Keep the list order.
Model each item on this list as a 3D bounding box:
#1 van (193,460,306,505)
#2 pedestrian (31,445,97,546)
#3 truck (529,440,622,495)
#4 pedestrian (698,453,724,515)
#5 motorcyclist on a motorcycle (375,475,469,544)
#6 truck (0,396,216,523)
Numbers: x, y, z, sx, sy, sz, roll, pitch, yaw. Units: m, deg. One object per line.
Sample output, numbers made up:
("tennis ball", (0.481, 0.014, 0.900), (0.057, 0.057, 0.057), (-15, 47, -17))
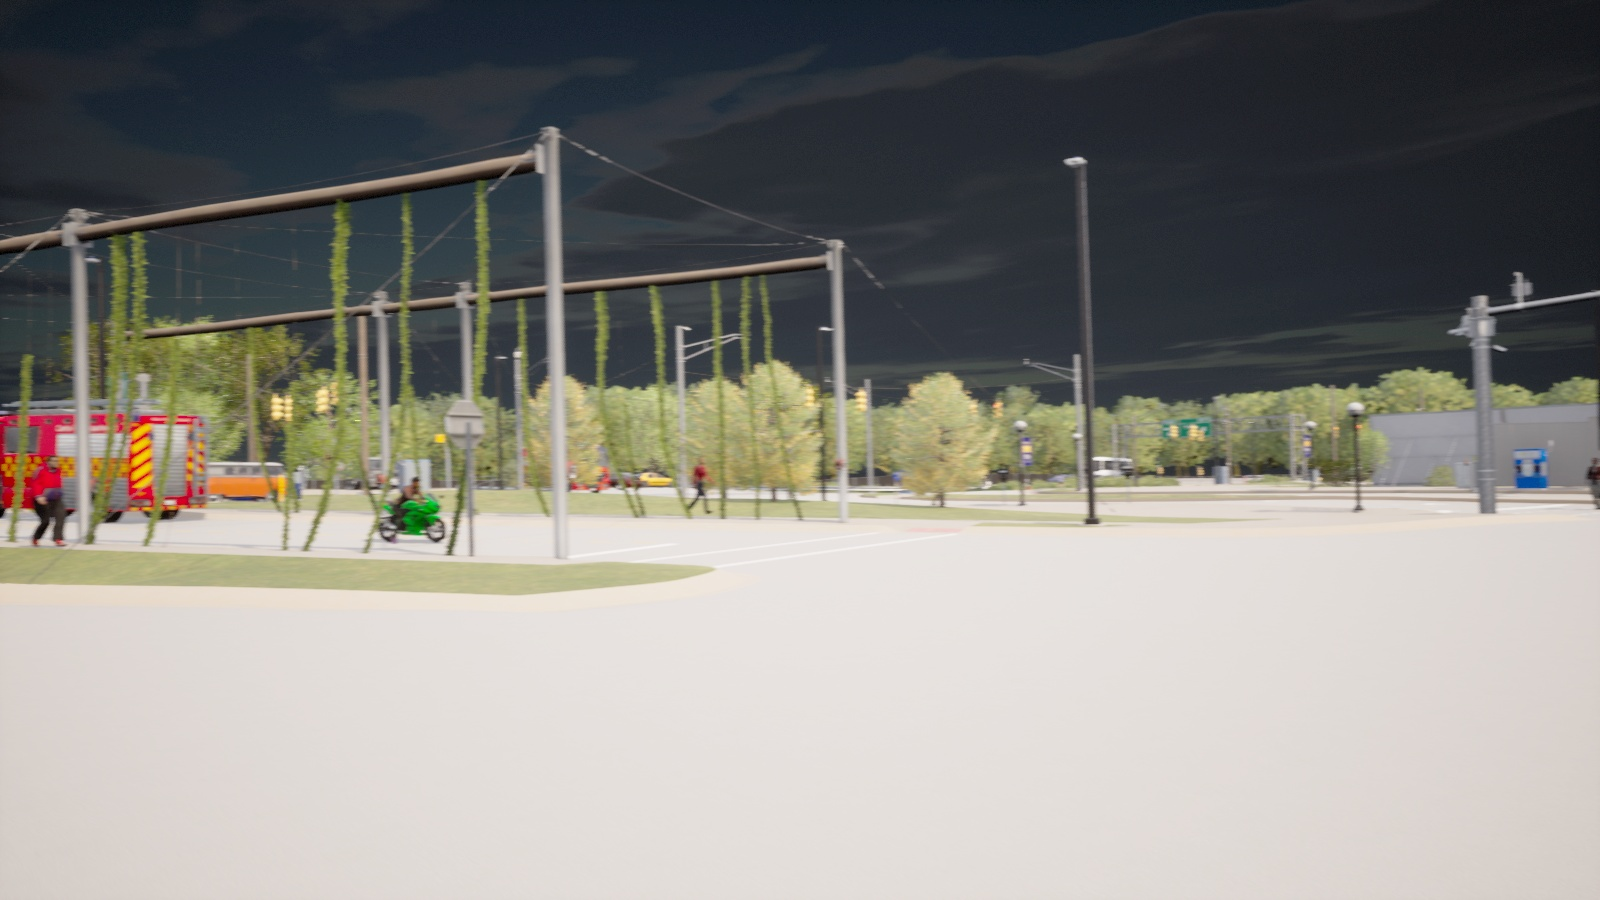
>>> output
("van", (-25.212, 1.488, 57.599), (4.442, 1.987, 1.775), (1, -3, -41))
("pedestrian", (-13.735, 0.846, 23.434), (0.899, 1.844, 0.634), (-2, -1, 25))
("truck", (-16.409, 1.262, 91.472), (2.891, 3.827, 8.468), (1, -1, -39))
("pedestrian", (-2.651, 1.021, 37.494), (0.636, 1.846, 0.331), (-2, -1, 25))
("motorcyclist on a motorcycle", (-8.665, 1.347, 28.762), (2.044, 1.523, 0.797), (-1, 0, 24))
("truck", (-23.310, 0.295, 40.987), (8.468, 3.827, 2.891), (0, 0, 25))
